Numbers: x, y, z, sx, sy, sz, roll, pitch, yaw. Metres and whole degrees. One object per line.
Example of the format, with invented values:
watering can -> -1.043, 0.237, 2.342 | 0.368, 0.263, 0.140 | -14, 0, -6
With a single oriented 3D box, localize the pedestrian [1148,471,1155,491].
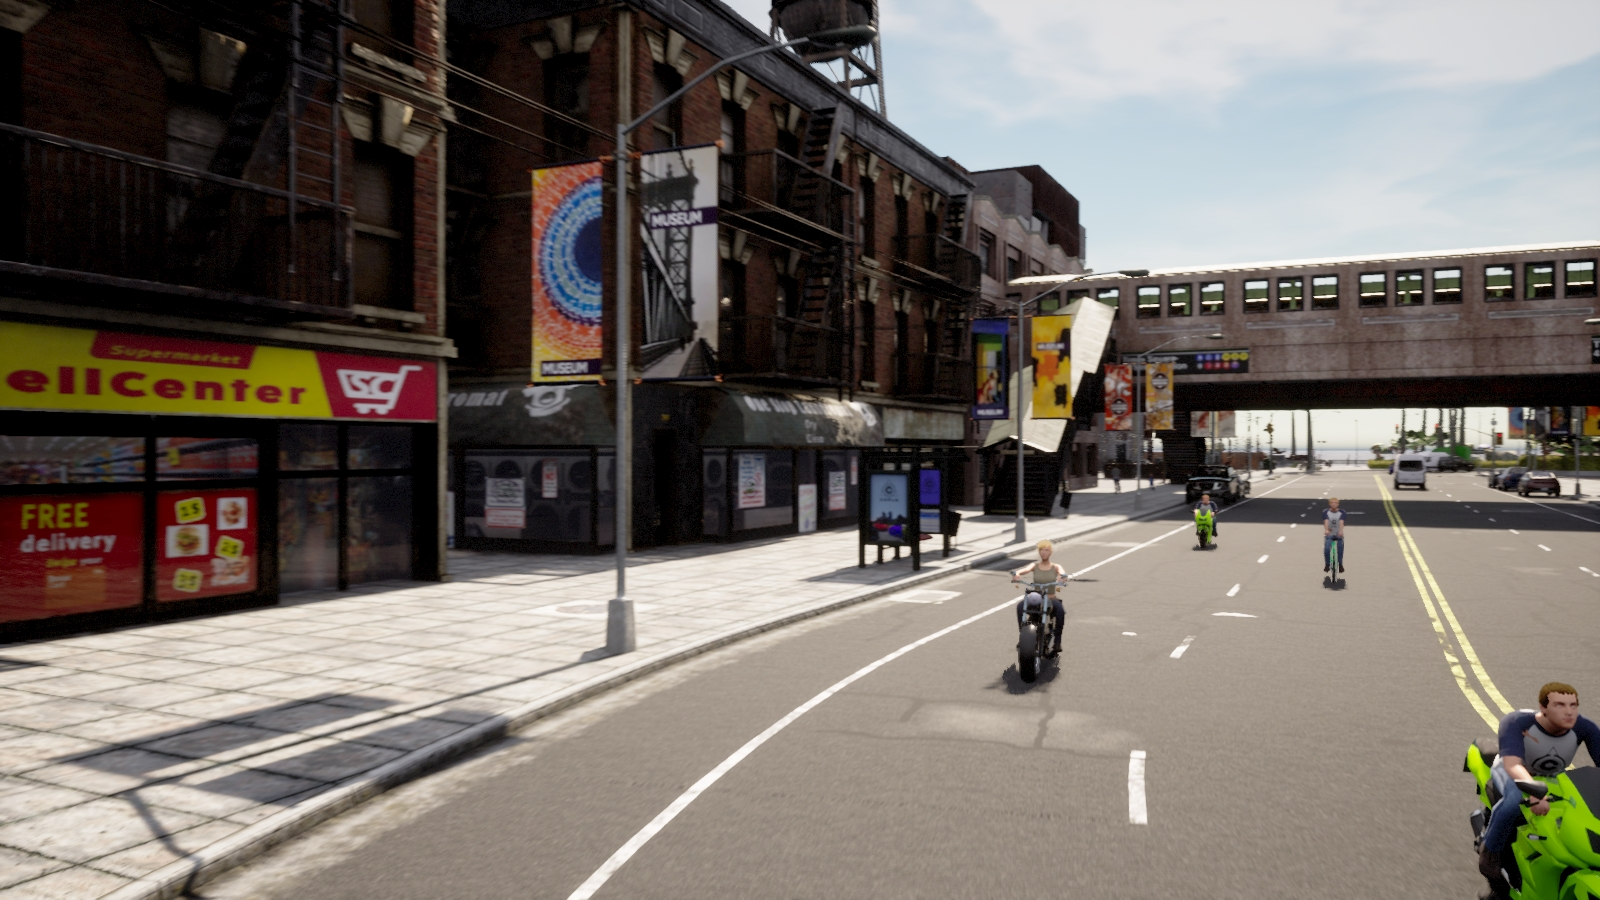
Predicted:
pedestrian -> 22.724, 1.993, 73.825 | 0.375, 1.300, 0.375 | 0, 0, 32

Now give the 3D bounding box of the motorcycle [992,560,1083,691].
motorcycle -> 3.071, 2.172, 14.594 | 0.764, 1.277, 2.356 | 0, 0, 21

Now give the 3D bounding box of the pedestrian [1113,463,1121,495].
pedestrian -> 18.835, 1.711, 67.939 | 0.375, 1.860, 0.375 | 0, 0, 32

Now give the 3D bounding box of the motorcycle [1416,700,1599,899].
motorcycle -> 4.219, 2.216, 6.423 | 0.803, 1.145, 2.033 | 0, 0, 13

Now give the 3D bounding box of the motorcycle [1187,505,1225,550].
motorcycle -> 11.706, 2.221, 32.925 | 0.803, 1.145, 2.033 | 0, 0, 26

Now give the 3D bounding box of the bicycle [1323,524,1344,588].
bicycle -> 11.322, 2.214, 24.219 | 0.373, 1.196, 1.643 | 0, 0, 26
